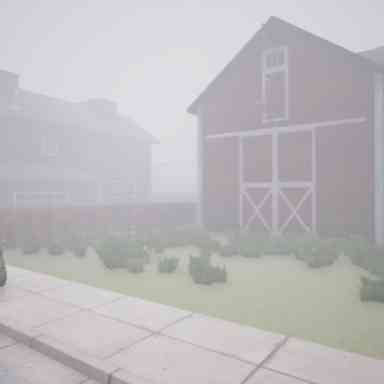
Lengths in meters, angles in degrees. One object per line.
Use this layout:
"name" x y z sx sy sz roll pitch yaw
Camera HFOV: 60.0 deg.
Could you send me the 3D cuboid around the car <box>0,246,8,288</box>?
"car" -5.968 1.477 7.487 4.193 1.474 1.816 0 6 33
